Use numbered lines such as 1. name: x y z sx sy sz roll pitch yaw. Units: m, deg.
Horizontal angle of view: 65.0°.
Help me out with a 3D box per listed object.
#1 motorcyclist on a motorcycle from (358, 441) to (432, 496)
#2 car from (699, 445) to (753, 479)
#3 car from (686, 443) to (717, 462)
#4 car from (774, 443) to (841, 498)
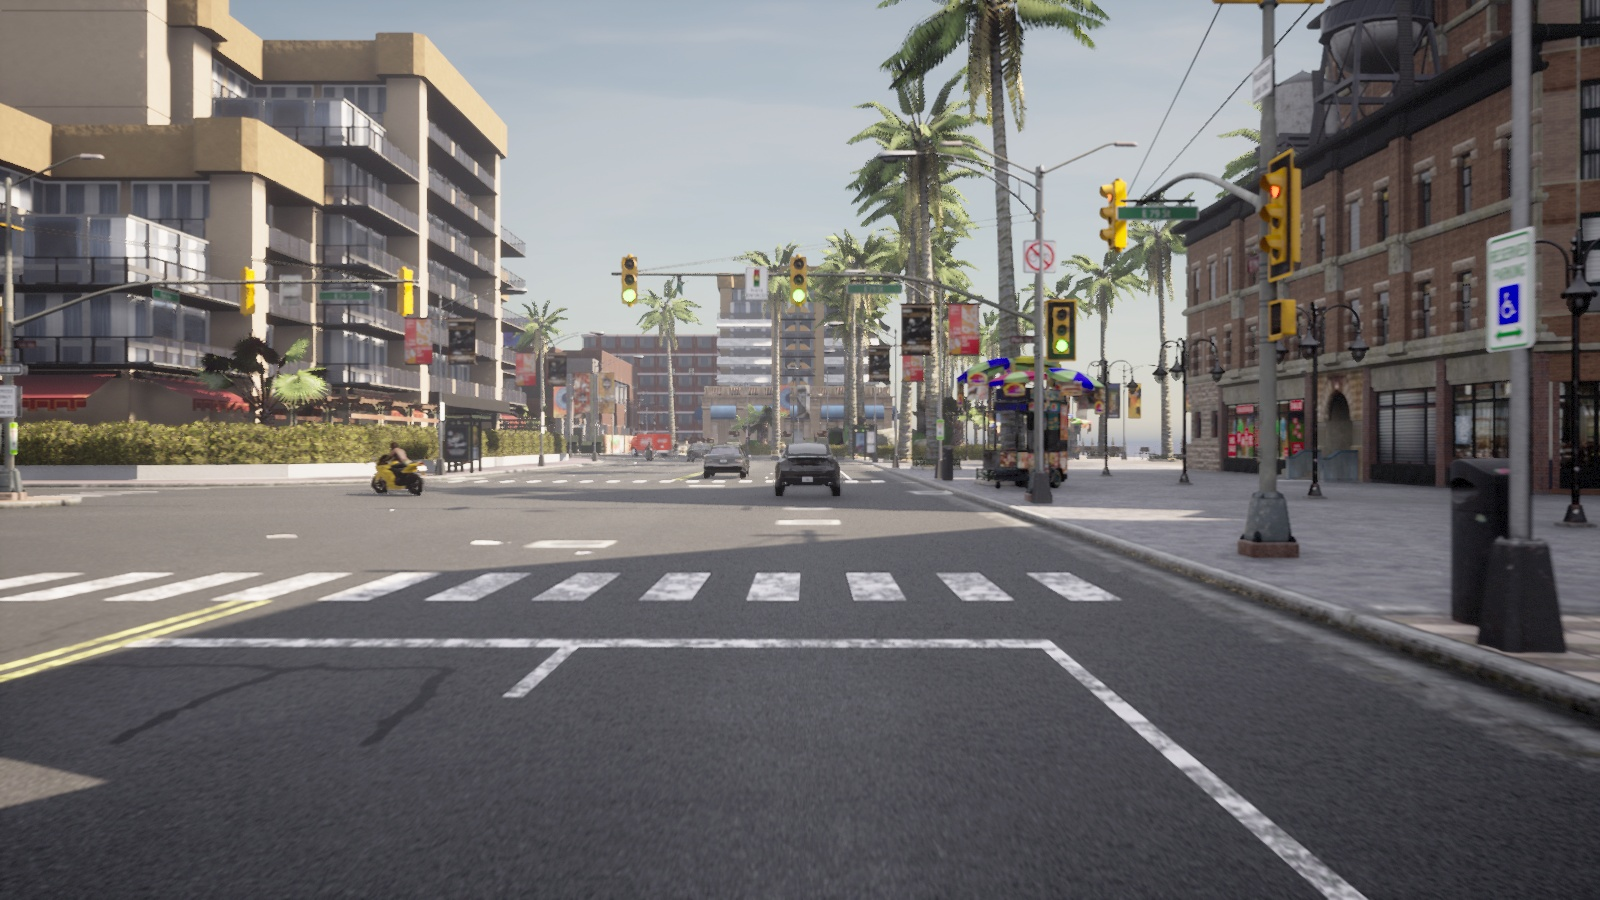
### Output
1. motorcyclist on a motorcycle: -11.527 0.518 35.719 2.044 1.523 0.797 0 1 28
2. car: -3.176 0.483 54.770 2.033 1.411 5.357 0 0 0
3. car: -7.800 0.188 98.806 1.837 1.490 4.892 0 0 -12
4. car: 0.221 0.544 36.828 1.837 1.490 4.892 0 0 0
